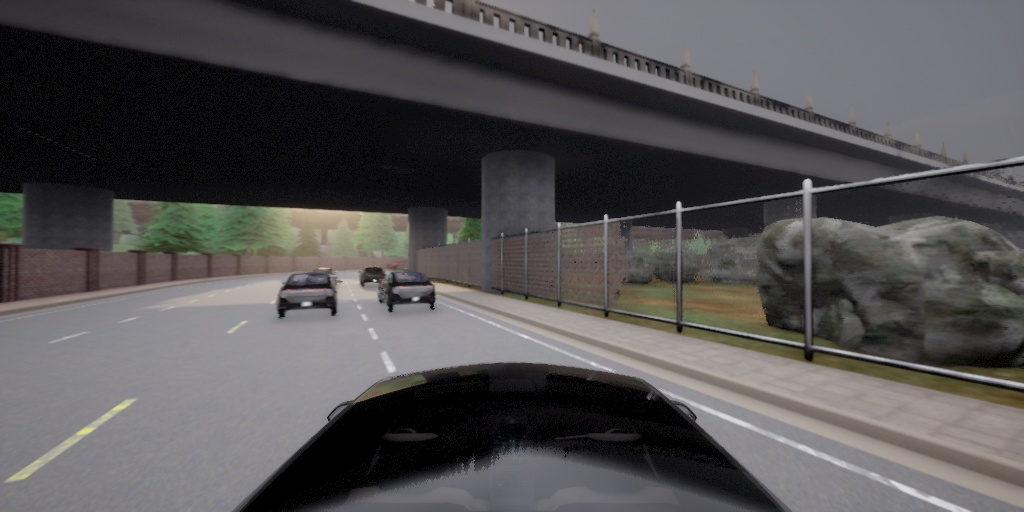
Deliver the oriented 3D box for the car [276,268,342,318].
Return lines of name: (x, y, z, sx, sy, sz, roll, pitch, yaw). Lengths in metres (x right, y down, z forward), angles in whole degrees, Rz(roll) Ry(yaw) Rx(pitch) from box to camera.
car: (-7.750, 1.378, 13.874, 2.128, 1.511, 4.902, 0, -1, -26)

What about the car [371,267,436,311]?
car: (-4.614, 1.400, 15.427, 2.128, 1.511, 4.902, 0, -1, -26)

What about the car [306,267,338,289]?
car: (-14.331, 1.600, 27.256, 1.994, 1.385, 4.181, 0, -1, -25)

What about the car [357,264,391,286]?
car: (-11.232, 1.565, 28.880, 1.837, 1.490, 4.892, 0, 0, -25)
